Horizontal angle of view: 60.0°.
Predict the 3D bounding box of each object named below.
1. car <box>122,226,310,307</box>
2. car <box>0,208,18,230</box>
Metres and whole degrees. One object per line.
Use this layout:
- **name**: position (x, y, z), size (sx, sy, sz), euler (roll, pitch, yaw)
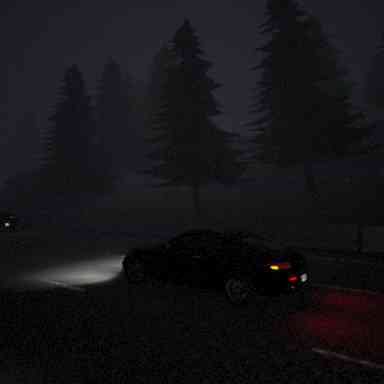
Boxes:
- **car**: position (0.382, 1.568, 8.018), size (4.674, 1.442, 1.812), euler (-1, 0, 36)
- **car**: position (-13.537, 1.830, 22.252), size (4.892, 1.490, 1.837), euler (-1, -1, 36)
